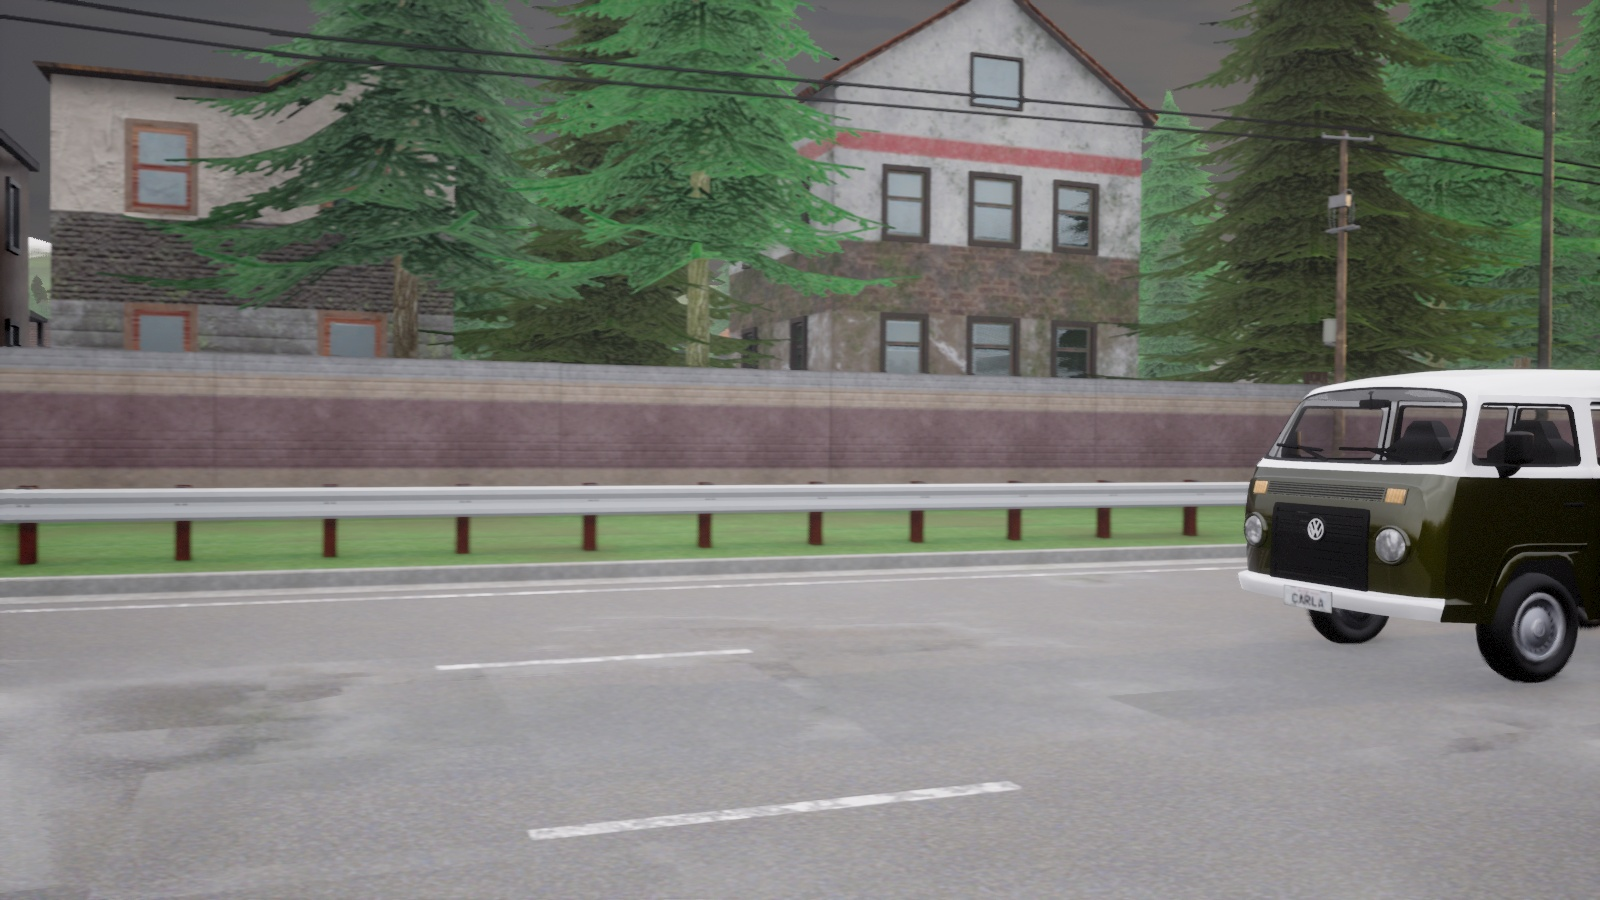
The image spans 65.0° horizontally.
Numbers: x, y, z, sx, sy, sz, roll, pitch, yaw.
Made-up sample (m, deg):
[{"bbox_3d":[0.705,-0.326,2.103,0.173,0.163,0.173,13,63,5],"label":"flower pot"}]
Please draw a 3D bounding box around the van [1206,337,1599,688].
[{"bbox_3d":[5.446,0.315,9.047,4.480,2.038,2.069,-1,1,-21],"label":"van"}]
